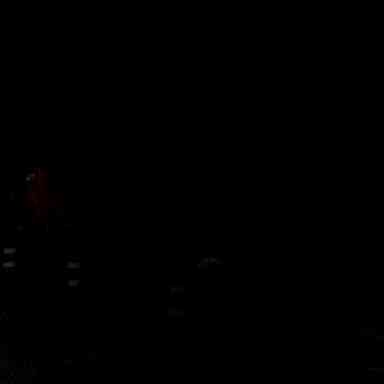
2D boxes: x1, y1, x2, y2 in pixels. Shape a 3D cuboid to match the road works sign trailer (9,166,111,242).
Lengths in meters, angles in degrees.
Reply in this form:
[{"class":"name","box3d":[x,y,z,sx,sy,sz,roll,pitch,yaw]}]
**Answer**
[{"class":"road works sign trailer","box3d":[-4.907,0.813,12.149,3.560,2.880,2.380,3,-41,36]}]
